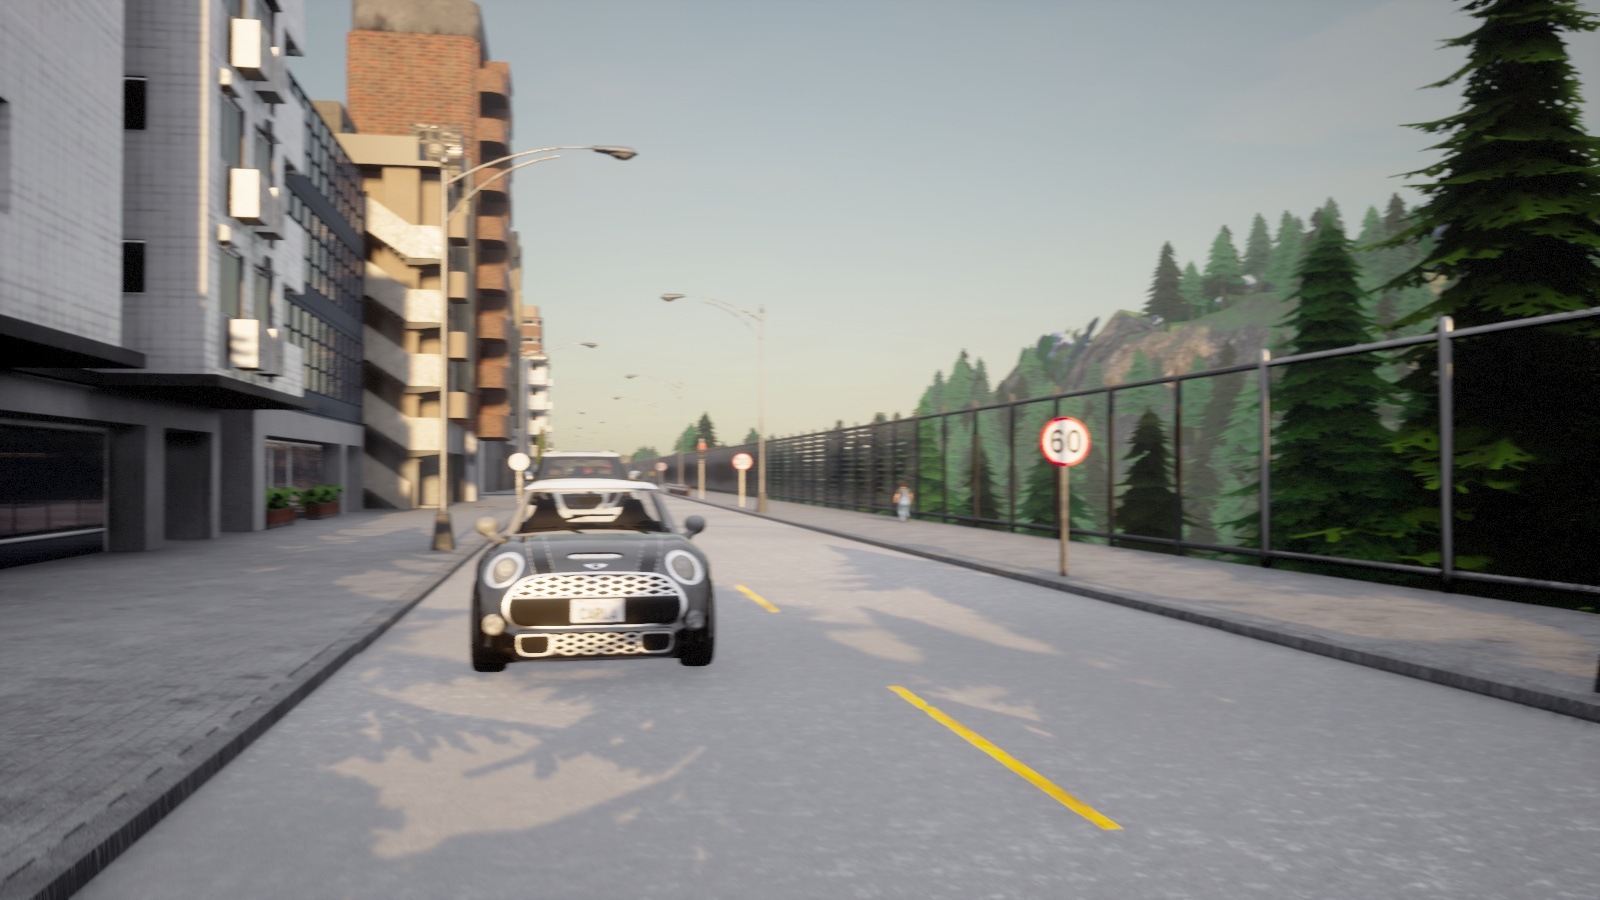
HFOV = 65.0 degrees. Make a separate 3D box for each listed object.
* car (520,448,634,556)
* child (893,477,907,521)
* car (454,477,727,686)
[{"bbox_3d":[-4.766,1.039,26.781,2.150,2.045,5.566,0,-1,-10],"label":"car"},{"bbox_3d":[2.867,1.397,35.931,0.270,1.263,0.437,0,-1,-12],"label":"child"},{"bbox_3d":[-1.865,0.989,11.104,1.970,1.475,3.806,0,-1,-10],"label":"car"}]
